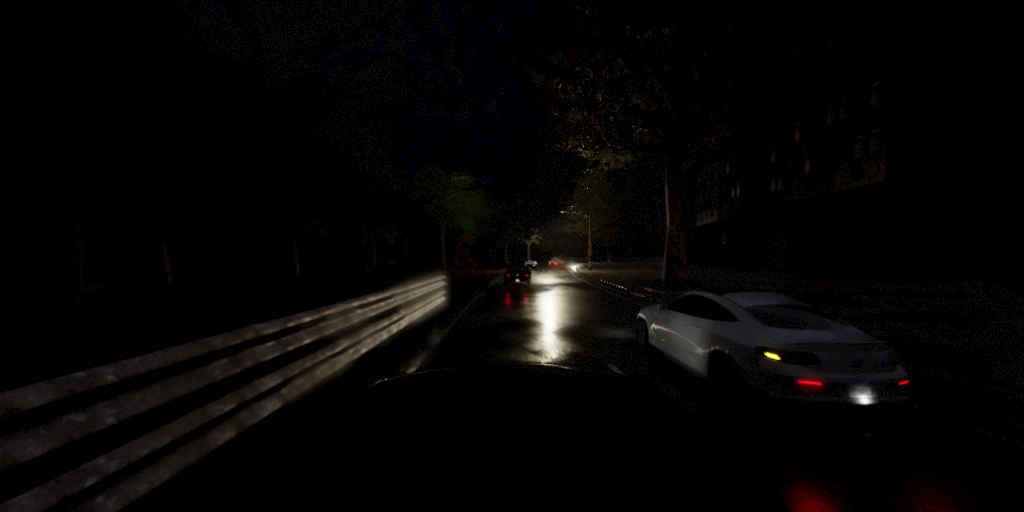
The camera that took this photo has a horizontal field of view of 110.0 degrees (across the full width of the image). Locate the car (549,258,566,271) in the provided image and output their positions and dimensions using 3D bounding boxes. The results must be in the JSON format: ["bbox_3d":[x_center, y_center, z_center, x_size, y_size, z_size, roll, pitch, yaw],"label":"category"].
[{"bbox_3d":[6.241,1.107,50.082,2.097,1.767,4.553,0,0,9],"label":"car"}]

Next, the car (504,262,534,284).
[{"bbox_3d":[0.505,1.350,26.501,1.895,1.301,4.718,0,0,3],"label":"car"}]

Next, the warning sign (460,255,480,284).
[{"bbox_3d":[-2.793,0.866,23.884,1.300,1.860,1.060,0,0,2],"label":"warning sign"}]

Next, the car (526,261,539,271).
[{"bbox_3d":[2.732,1.358,50.202,1.895,1.301,4.718,0,0,9],"label":"car"}]

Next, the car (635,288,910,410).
[{"bbox_3d":[3.701,1.274,6.134,1.812,1.442,4.674,0,0,-1],"label":"car"}]
